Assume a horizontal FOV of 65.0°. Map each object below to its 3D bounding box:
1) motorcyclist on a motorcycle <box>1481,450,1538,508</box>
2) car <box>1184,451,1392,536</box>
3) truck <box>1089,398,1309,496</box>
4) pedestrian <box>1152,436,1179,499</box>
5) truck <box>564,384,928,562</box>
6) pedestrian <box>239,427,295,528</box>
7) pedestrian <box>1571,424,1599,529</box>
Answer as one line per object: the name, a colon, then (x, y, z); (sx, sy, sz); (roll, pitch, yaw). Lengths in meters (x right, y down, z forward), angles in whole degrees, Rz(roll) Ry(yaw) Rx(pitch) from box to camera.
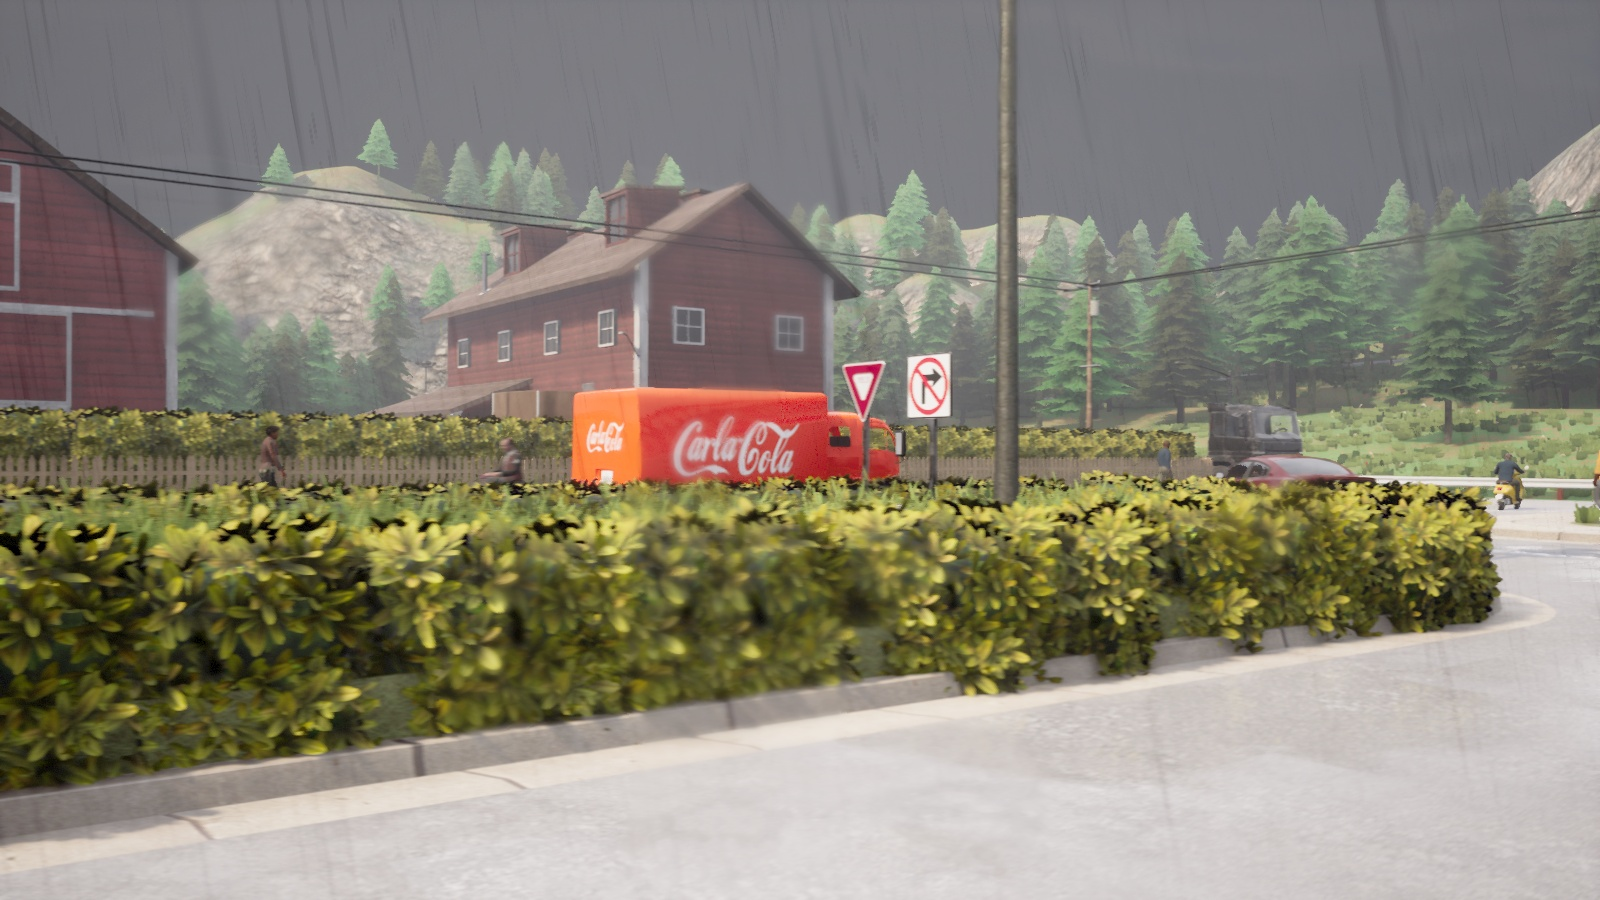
motorcyclist on a motorcycle: (19.734, 0.800, 34.922); (1.817, 1.590, 0.866); (1, -1, -44)
car: (9.648, 0.800, 25.360); (1.882, 1.535, 5.008); (-1, 0, -5)
truck: (15.087, -0.086, 48.160); (2.891, 3.462, 7.936); (0, 0, -35)
pedestrian: (10.811, 0.517, 37.125); (0.726, 1.835, 0.370); (0, 0, -32)
truck: (-0.798, 0.326, 20.012); (5.204, 2.467, 2.627); (0, 0, -35)
pedestrian: (-9.698, 0.486, 22.852); (0.869, 1.805, 0.328); (0, 0, -37)
pedestrian: (14.493, 0.464, 22.446); (0.874, 1.855, 0.900); (0, 0, -1)
